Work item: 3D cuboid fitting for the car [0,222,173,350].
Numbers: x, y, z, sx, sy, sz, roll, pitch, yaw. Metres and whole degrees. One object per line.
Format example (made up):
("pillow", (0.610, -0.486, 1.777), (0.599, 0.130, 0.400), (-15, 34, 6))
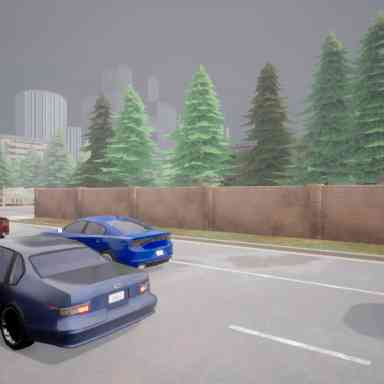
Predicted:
("car", (-3.126, 1.547, 6.214), (5.357, 1.411, 2.033), (0, 0, 35))

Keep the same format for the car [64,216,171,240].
("car", (-2.880, 1.478, 10.345), (5.008, 1.535, 1.882), (0, 0, 35))

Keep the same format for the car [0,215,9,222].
("car", (-10.708, 1.478, 15.926), (5.008, 1.535, 1.882), (0, 0, 35))
